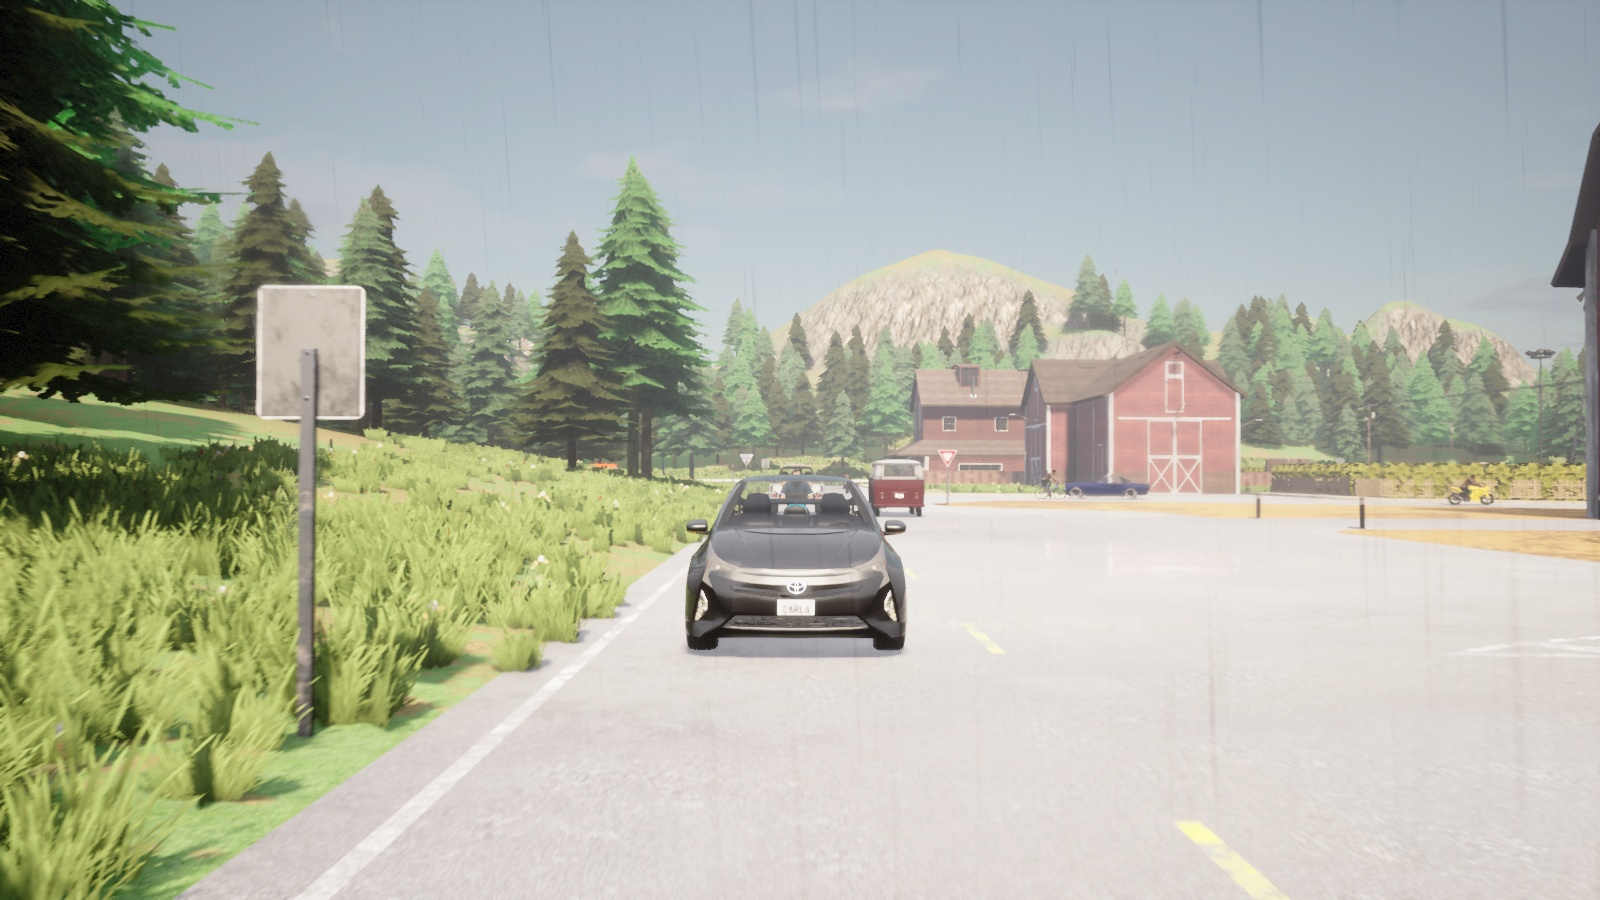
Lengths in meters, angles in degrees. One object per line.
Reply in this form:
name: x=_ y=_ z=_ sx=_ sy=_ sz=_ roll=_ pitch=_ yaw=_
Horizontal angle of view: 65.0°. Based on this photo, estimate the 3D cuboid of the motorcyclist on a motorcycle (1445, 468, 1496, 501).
motorcyclist on a motorcycle: x=32.548 y=1.677 z=60.955 sx=2.044 sy=1.523 sz=0.797 roll=-2 pitch=-1 yaw=19

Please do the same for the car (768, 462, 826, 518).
car: x=-0.108 y=1.375 z=44.483 sx=1.932 sy=1.855 sz=4.605 roll=0 pitch=-1 yaw=0

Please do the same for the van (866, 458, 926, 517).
van: x=3.391 y=1.305 z=44.959 sx=1.775 sy=1.987 sz=4.442 roll=0 pitch=-1 yaw=0

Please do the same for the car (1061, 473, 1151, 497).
car: x=16.872 y=1.929 z=69.255 sx=4.718 sy=1.301 sz=1.895 roll=0 pitch=-1 yaw=17

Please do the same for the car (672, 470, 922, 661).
car: x=-0.030 y=0.968 z=12.383 sx=2.007 sy=1.525 sz=4.514 roll=0 pitch=-1 yaw=0
